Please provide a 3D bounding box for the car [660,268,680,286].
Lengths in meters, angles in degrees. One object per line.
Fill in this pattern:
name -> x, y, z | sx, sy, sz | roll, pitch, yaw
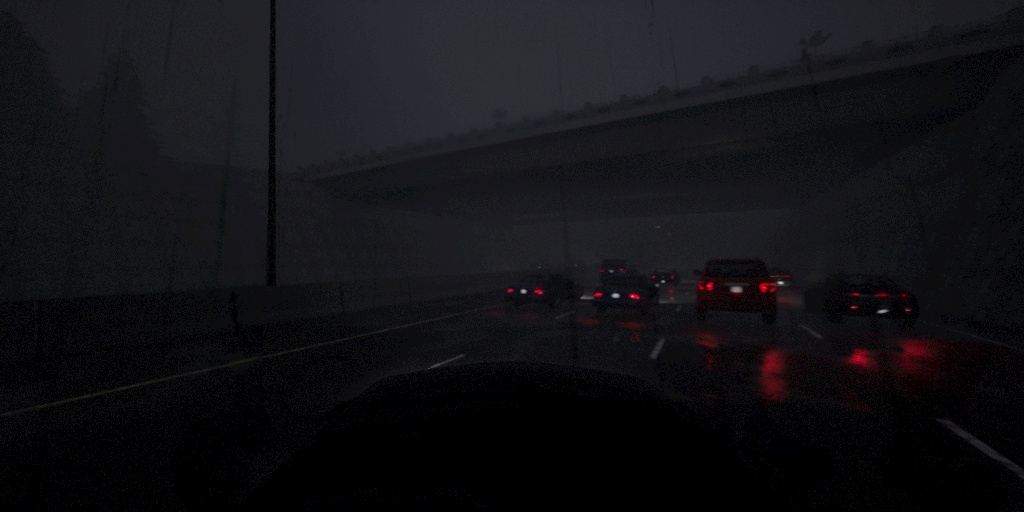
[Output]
car -> 12.172, 1.616, 28.330 | 1.895, 1.301, 4.718 | 0, -1, 29

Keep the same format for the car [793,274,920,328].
car -> 11.375, 1.338, 12.024 | 2.128, 1.511, 4.902 | 0, -1, 29

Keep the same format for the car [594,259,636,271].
car -> 8.756, 1.255, 29.383 | 2.150, 2.045, 5.566 | 0, 0, 28

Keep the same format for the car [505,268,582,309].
car -> 1.642, 1.447, 16.110 | 2.033, 1.411, 5.357 | 0, -1, 28

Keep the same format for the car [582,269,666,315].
car -> 4.728, 1.426, 14.458 | 2.033, 1.411, 5.357 | 0, -1, 28

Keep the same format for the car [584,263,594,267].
car -> 14.959, 1.926, 63.201 | 2.033, 1.411, 5.357 | 0, -1, 29

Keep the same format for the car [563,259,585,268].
car -> 11.495, 1.616, 64.166 | 2.150, 2.045, 5.566 | 0, -1, 29

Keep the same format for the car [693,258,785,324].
car -> 7.838, 1.083, 12.855 | 2.150, 2.045, 5.566 | 0, 0, 28

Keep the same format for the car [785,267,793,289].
car -> 18.464, 1.482, 25.245 | 1.837, 1.490, 4.892 | 0, 0, 29
